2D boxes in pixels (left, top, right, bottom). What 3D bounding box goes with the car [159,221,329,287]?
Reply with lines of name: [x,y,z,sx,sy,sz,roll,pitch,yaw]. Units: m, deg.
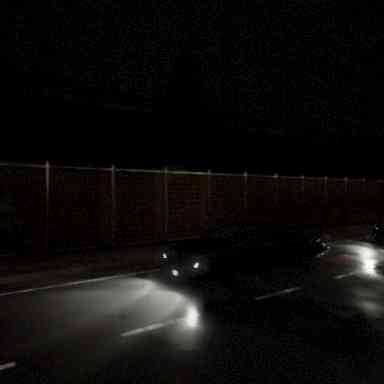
car: [1.750,1.569,9.586,5.357,1.411,2.033,0,0,-36]

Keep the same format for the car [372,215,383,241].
car: [10.577,1.521,15.955,5.008,1.535,1.882,0,0,-36]
